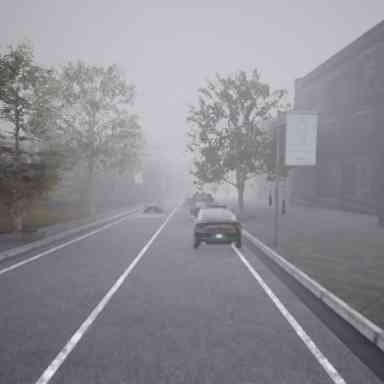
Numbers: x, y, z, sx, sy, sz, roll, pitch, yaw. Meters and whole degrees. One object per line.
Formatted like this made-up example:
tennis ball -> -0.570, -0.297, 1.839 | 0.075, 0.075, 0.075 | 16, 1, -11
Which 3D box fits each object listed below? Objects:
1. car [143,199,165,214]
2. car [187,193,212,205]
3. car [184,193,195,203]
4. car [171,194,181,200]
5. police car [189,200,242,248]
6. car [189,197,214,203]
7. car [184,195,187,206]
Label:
car -> -3.799, 1.437, 34.176 | 2.033, 1.411, 5.357 | 0, 0, 0
car -> 0.869, 1.119, 30.598 | 2.150, 2.045, 5.566 | 0, 0, 0
car -> -0.379, 1.134, 64.804 | 2.097, 1.767, 4.553 | 0, 0, 1
car -> -3.690, 1.202, 75.797 | 1.994, 1.385, 4.181 | 0, 0, 2
police car -> 0.968, 1.374, 14.609 | 1.930, 1.638, 5.238 | 0, 0, 0
car -> 0.907, 1.394, 24.548 | 1.882, 1.535, 5.008 | 0, 0, 0
car -> -0.218, 1.432, 50.124 | 1.895, 1.301, 4.718 | 0, 0, 0
